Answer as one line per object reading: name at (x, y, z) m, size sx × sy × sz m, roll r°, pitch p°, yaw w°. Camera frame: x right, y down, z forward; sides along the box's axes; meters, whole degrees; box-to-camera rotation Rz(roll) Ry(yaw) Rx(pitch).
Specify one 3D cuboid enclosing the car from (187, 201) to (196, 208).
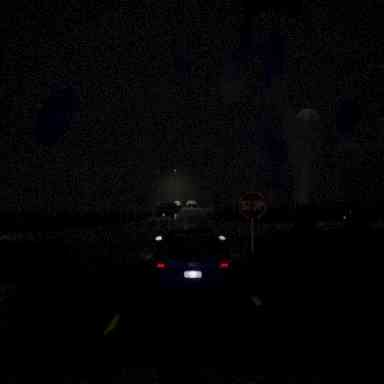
car at (-0.055, 2.880, 77.710) m, size 2.033 × 1.411 × 5.357 m, roll 0°, pitch -2°, yaw 0°

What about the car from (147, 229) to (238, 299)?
car at (-0.030, 1.646, 8.695) m, size 1.994 × 1.385 × 4.181 m, roll 0°, pitch -1°, yaw -1°

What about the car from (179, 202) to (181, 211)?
car at (-2.870, 2.210, 46.014) m, size 1.895 × 1.301 × 4.718 m, roll 0°, pitch -1°, yaw 0°

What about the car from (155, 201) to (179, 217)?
car at (-2.880, 1.976, 36.397) m, size 2.033 × 1.411 × 5.357 m, roll 0°, pitch -1°, yaw 0°

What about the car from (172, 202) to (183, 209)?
car at (-2.816, 2.632, 65.669) m, size 1.994 × 1.385 × 4.181 m, roll 0°, pitch -1°, yaw 1°

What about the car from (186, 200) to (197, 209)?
car at (-0.048, 2.469, 67.687) m, size 2.097 × 1.767 × 4.553 m, roll 0°, pitch -1°, yaw 0°

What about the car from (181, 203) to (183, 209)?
car at (-2.866, 2.319, 55.721) m, size 2.128 × 1.511 × 4.902 m, roll 0°, pitch -1°, yaw 0°

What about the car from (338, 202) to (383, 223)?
car at (12.636, 1.372, 22.862) m, size 4.718 × 1.301 × 1.895 m, roll -2°, pitch -2°, yaw -2°
